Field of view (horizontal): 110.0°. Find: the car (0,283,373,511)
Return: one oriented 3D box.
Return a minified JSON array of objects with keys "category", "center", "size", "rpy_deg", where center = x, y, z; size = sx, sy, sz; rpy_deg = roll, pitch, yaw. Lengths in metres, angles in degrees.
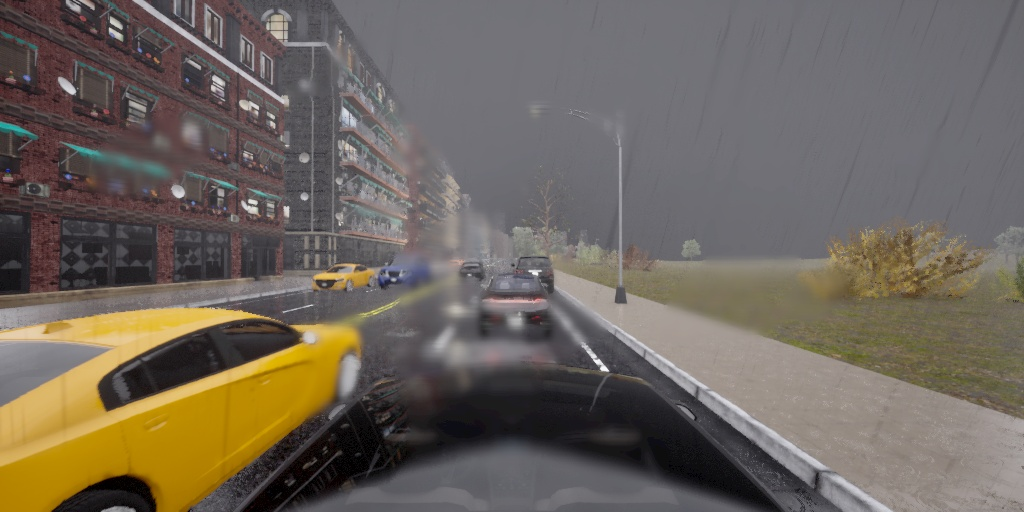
[{"category":"car","center":[-3.151,1.228,3.310],"size":[1.882,1.535,5.008],"rpy_deg":[0,0,0]}]

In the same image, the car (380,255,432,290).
[{"category":"car","center":[-6.606,0.974,22.786],"size":[2.150,2.045,5.566],"rpy_deg":[0,0,0]}]

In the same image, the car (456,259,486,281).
[{"category":"car","center":[-3.159,1.255,29.751],"size":[1.837,1.490,4.892],"rpy_deg":[0,-1,0]}]

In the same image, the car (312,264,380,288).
[{"category":"car","center":[-9.856,1.230,21.331],"size":[1.882,1.535,5.008],"rpy_deg":[0,0,0]}]

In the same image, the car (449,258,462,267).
[{"category":"car","center":[-9.827,1.102,63.838],"size":[2.097,1.767,4.553],"rpy_deg":[0,0,0]}]

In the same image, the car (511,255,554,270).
[{"category":"car","center":[1.132,0.977,20.236],"size":[2.150,2.045,5.566],"rpy_deg":[0,0,0]}]

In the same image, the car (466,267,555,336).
[{"category":"car","center":[0.098,1.243,10.366],"size":[2.128,1.511,4.902],"rpy_deg":[0,0,0]}]
